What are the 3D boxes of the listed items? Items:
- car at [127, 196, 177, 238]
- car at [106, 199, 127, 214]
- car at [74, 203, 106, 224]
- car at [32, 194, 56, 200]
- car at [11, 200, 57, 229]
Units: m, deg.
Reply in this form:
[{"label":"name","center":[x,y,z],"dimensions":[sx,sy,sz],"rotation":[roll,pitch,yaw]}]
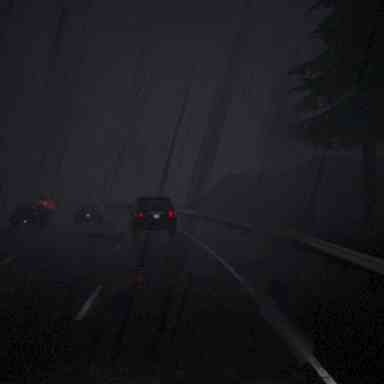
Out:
[{"label":"car","center":[-2.234,1.226,18.064],"dimensions":[2.150,2.045,5.566],"rotation":[0,0,-12]},{"label":"car","center":[-8.051,1.512,35.478],"dimensions":[2.128,1.511,4.902],"rotation":[0,0,-24]},{"label":"car","center":[-7.750,1.584,24.860],"dimensions":[1.994,1.385,4.181],"rotation":[0,0,-17]},{"label":"car","center":[-15.818,1.266,35.694],"dimensions":[2.150,2.045,5.566],"rotation":[0,0,-26]},{"label":"car","center":[-10.510,1.521,21.956],"dimensions":[2.128,1.511,4.902],"rotation":[0,0,-16]}]
